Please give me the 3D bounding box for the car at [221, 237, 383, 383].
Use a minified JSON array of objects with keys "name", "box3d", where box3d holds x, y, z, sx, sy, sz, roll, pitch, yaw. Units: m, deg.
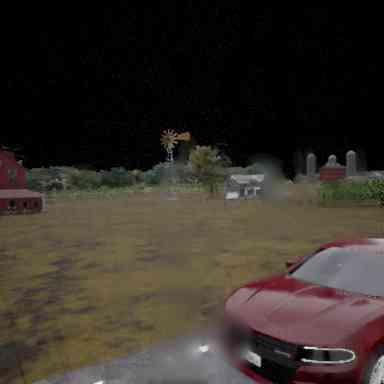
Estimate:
[{"name":"car","box3d":[2.666,1.471,4.972,5.008,1.535,1.882,0,0,-35]}]
